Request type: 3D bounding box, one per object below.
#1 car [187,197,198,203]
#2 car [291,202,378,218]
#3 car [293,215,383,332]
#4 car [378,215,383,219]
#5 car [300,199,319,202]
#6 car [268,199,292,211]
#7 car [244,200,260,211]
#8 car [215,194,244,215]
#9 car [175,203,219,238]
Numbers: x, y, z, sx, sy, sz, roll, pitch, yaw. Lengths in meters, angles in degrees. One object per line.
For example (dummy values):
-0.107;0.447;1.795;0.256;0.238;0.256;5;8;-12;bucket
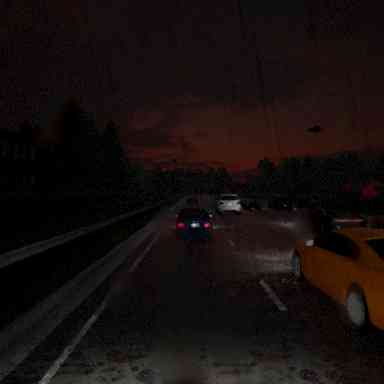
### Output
0.066;1.561;63.547;1.994;1.385;4.181;0;0;0;car
7.092;1.491;17.224;2.128;1.511;4.902;0;0;0;car
3.597;1.477;6.858;1.882;1.535;5.008;0;0;0;car
10.592;1.477;15.897;1.882;1.535;5.008;0;0;0;car
14.079;1.524;39.891;1.812;1.442;4.674;0;0;0;car
10.577;1.546;40.158;2.033;1.411;5.357;0;0;0;car
7.081;1.599;41.172;1.895;1.301;4.718;0;0;0;car
3.585;1.220;34.173;2.150;2.045;5.566;0;0;0;car
0.093;1.547;17.486;2.033;1.411;5.357;0;0;0;car
